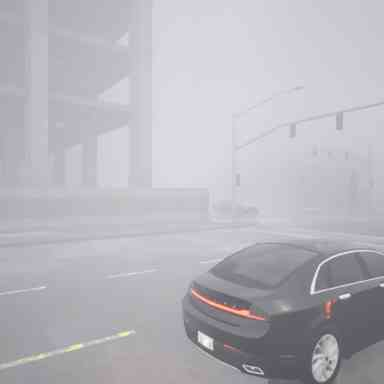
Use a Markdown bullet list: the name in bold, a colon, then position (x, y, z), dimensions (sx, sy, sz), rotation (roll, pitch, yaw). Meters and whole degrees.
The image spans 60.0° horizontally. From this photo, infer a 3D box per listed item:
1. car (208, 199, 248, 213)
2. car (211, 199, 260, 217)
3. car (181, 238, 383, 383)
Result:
- **car**: position (4.037, 1.526, 37.874), dimensions (1.812, 1.442, 4.674), rotation (0, 0, -36)
- **car**: position (4.172, 1.601, 31.720), dimensions (1.895, 1.301, 4.718), rotation (0, 0, -36)
- **car**: position (2.143, 1.505, 5.317), dimensions (4.892, 1.490, 1.837), rotation (0, 0, -35)
